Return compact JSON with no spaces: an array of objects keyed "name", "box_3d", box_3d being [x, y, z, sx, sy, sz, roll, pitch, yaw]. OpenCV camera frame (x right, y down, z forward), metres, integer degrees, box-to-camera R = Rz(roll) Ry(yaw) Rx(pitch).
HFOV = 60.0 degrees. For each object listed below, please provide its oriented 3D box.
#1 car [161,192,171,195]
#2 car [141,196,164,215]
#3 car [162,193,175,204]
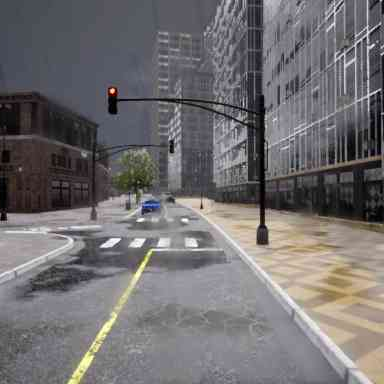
[{"name":"car","box_3d":[-5.756,1.045,74.638,2.150,2.045,5.566,0,0,-9]},{"name":"car","box_3d":[-4.174,1.475,34.658,1.882,1.535,5.008,0,0,-4]},{"name":"car","box_3d":[-4.288,1.499,64.299,1.837,1.490,4.892,0,0,-8]}]
